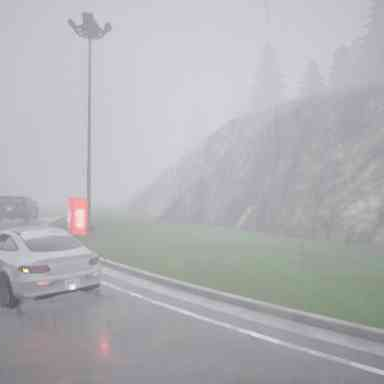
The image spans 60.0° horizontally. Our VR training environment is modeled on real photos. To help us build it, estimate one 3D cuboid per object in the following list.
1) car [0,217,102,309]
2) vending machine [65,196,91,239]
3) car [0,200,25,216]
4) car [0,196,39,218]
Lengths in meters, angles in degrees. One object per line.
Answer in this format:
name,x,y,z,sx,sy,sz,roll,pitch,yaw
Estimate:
car,-3.867,1.559,8.015,1.812,1.442,4.674,0,0,-43
vending machine,-5.915,1.278,17.234,1.100,2.100,0.880,1,0,-30
car,-19.371,1.646,35.490,1.812,1.442,4.674,0,0,-13
car,-13.344,1.313,25.614,2.150,2.045,5.566,0,0,-16
